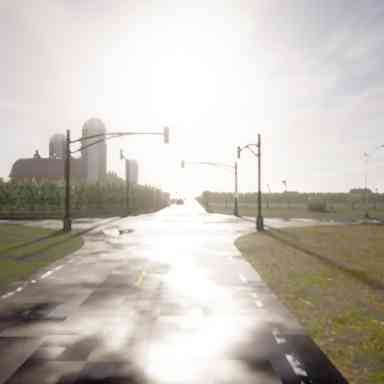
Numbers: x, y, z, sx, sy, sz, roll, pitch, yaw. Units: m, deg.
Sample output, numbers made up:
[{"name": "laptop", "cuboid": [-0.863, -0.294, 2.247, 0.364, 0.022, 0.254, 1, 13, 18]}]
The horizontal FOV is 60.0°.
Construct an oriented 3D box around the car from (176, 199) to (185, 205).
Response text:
[{"name": "car", "cuboid": [-2.705, 2.305, 77.438, 1.837, 1.490, 4.892, 0, -1, 0]}]
